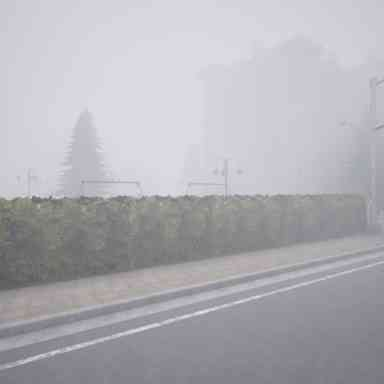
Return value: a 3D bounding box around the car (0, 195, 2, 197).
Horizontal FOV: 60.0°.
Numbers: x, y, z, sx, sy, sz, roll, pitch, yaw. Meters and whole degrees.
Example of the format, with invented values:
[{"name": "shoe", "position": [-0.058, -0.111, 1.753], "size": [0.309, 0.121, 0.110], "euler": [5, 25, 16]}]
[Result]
[{"name": "car", "position": [-40.266, 1.374, 67.273], "size": [3.633, 1.501, 1.845], "euler": [0, 0, -37]}]
